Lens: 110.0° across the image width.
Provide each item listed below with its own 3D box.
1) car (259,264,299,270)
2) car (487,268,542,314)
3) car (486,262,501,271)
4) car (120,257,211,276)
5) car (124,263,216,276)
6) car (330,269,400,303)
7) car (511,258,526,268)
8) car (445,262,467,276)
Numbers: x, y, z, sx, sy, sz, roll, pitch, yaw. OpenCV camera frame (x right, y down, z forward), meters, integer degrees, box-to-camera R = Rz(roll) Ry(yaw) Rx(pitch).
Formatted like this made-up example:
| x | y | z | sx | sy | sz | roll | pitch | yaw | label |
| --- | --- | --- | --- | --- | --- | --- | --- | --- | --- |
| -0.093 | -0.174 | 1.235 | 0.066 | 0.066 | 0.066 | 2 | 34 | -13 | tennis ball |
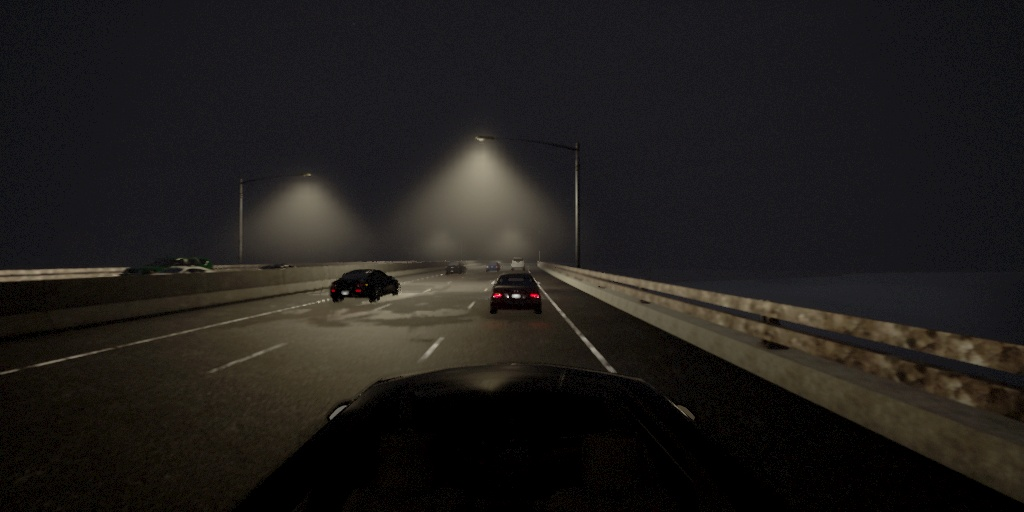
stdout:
| x | y | z | sx | sy | sz | roll | pitch | yaw | label |
| --- | --- | --- | --- | --- | --- | --- | --- | --- | --- |
| -17.330 | 1.375 | 26.403 | 1.837 | 1.490 | 4.892 | 0 | -1 | 1 | car |
| 0.148 | 1.358 | 14.141 | 2.033 | 1.411 | 5.357 | 0 | 0 | 0 | car |
| -2.657 | 1.573 | 52.082 | 2.033 | 1.411 | 5.357 | 0 | 0 | 2 | car |
| -24.346 | 1.087 | 25.709 | 2.150 | 2.045 | 5.566 | 0 | -1 | 1 | car |
| -20.914 | 1.372 | 22.670 | 1.812 | 1.442 | 4.674 | 0 | -1 | 1 | car |
| -6.825 | 1.348 | 17.019 | 1.812 | 1.442 | 4.674 | 0 | 0 | 1 | car |
| 1.092 | 1.301 | 59.643 | 2.150 | 2.045 | 5.566 | 0 | 0 | 2 | car |
| -6.429 | 1.448 | 41.408 | 2.128 | 1.511 | 4.902 | 0 | 0 | 1 | car |
